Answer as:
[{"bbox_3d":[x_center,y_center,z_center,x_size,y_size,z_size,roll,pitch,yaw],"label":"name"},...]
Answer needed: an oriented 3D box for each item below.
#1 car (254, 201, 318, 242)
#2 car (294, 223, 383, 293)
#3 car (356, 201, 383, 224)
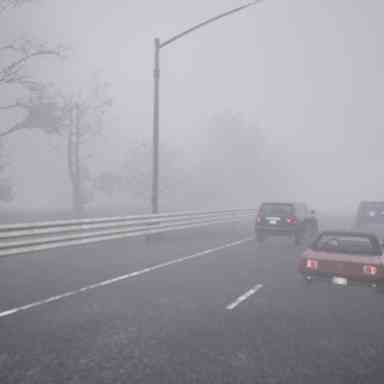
[{"bbox_3d":[5.036,1.490,17.411,2.150,2.045,5.566,0,-1,30],"label":"car"},{"bbox_3d":[4.469,1.764,9.484,1.895,1.301,4.718,0,-1,30],"label":"car"},{"bbox_3d":[13.878,1.682,25.372,2.150,2.045,5.566,0,-1,31],"label":"car"}]
